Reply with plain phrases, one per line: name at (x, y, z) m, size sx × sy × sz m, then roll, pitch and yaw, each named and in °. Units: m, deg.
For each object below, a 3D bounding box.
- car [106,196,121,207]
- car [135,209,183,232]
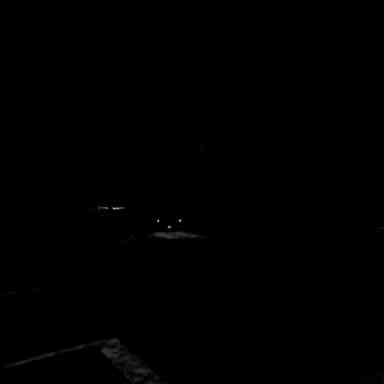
car at (-10.933, 1.322, 46.160) m, size 1.994 × 1.385 × 4.181 m, roll 2°, pitch 2°, yaw -15°
car at (-2.340, 1.856, 22.502) m, size 1.895 × 1.301 × 4.718 m, roll 2°, pitch -1°, yaw -26°
